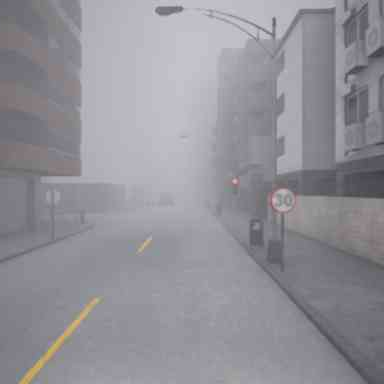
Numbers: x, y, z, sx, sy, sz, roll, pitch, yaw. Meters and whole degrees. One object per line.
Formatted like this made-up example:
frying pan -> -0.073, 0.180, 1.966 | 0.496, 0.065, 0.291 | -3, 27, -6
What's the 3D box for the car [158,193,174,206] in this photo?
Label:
car -> -4.099, 1.136, 52.906 | 2.150, 2.045, 5.566 | 0, 0, 0
